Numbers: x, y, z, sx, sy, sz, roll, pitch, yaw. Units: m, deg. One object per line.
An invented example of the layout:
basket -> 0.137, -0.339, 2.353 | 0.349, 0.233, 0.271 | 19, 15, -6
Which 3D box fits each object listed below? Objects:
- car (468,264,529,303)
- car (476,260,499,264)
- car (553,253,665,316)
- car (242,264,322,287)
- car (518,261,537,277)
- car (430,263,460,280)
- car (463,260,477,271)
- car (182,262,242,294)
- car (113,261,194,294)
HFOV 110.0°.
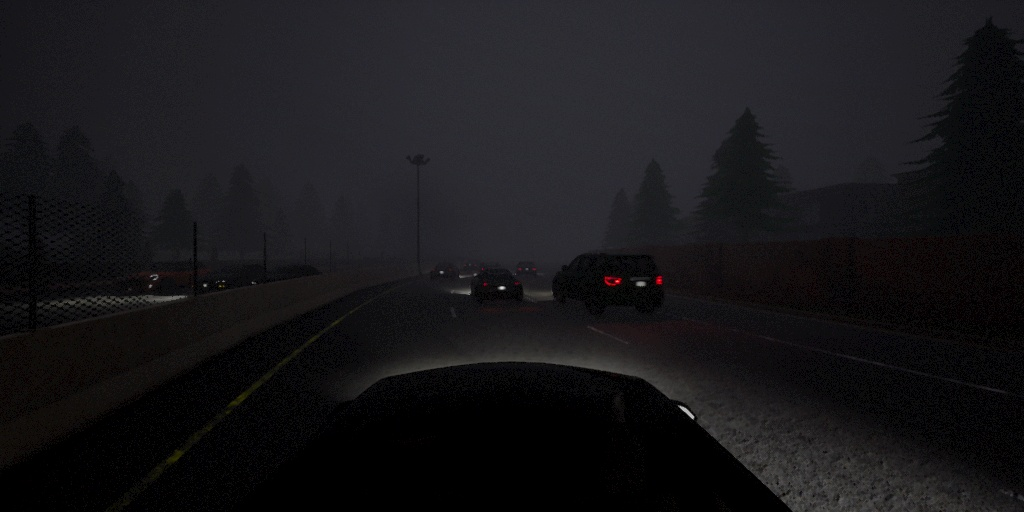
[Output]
car -> -0.780, 1.270, 16.492 | 1.994, 1.385, 4.181 | 0, 0, -10
car -> -2.063, 1.249, 35.757 | 1.895, 1.301, 4.718 | 0, 0, 2
car -> 3.305, 0.931, 13.433 | 2.150, 2.045, 5.566 | 0, 0, -12
car -> -12.024, 1.216, 19.507 | 1.837, 1.490, 4.892 | 0, 0, -6
car -> 1.333, 1.199, 33.350 | 2.033, 1.411, 5.357 | 0, 0, 1
car -> -5.539, 1.235, 29.923 | 1.994, 1.385, 4.181 | 0, 0, -2
car -> -4.656, 1.170, 45.190 | 2.033, 1.411, 5.357 | 0, 0, 7
car -> -15.619, 1.218, 20.374 | 1.837, 1.490, 4.892 | 0, 0, -6
car -> -19.077, 1.071, 19.910 | 2.097, 1.767, 4.553 | 0, 0, -6
